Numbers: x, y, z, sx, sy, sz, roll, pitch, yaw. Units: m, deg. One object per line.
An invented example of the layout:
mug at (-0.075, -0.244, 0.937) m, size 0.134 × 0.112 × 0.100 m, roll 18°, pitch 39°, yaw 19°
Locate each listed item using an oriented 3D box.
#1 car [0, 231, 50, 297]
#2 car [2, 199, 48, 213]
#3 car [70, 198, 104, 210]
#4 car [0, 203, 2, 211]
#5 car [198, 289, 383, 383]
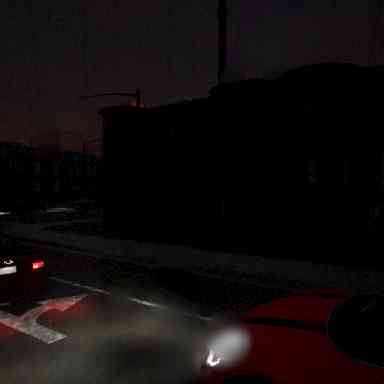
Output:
car at (-5.505, 1.547, 7.891) m, size 5.357 × 1.411 × 2.033 m, roll 0°, pitch 0°, yaw 37°
car at (-18.362, 1.564, 37.273) m, size 1.994 × 1.385 × 4.181 m, roll 0°, pitch 0°, yaw 36°
car at (-13.294, 1.600, 44.354) m, size 1.895 × 1.301 × 4.718 m, roll 0°, pitch 0°, yaw 36°
car at (-20.876, 1.547, 39.782) m, size 2.033 × 1.411 × 5.357 m, roll 0°, pitch 0°, yaw 36°
car at (2.247, 1.352, 2.394) m, size 4.553 × 1.767 × 2.097 m, roll 0°, pitch 0°, yaw 36°
